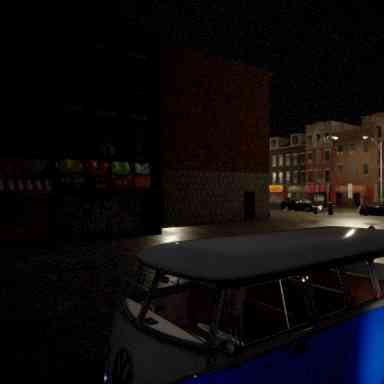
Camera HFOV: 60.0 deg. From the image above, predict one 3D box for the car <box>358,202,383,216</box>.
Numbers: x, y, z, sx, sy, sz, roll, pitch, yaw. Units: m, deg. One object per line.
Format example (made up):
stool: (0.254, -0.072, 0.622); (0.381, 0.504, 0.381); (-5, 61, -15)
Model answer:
car: (17.125, 1.572, 29.575); (1.994, 1.385, 4.181); (0, 0, -35)

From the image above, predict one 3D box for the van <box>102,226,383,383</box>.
van: (1.075, 1.341, 3.587); (3.998, 1.788, 1.690); (0, 0, -36)

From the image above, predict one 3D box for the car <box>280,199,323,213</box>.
car: (12.006, 1.492, 36.762); (2.128, 1.511, 4.902); (0, 0, -35)
